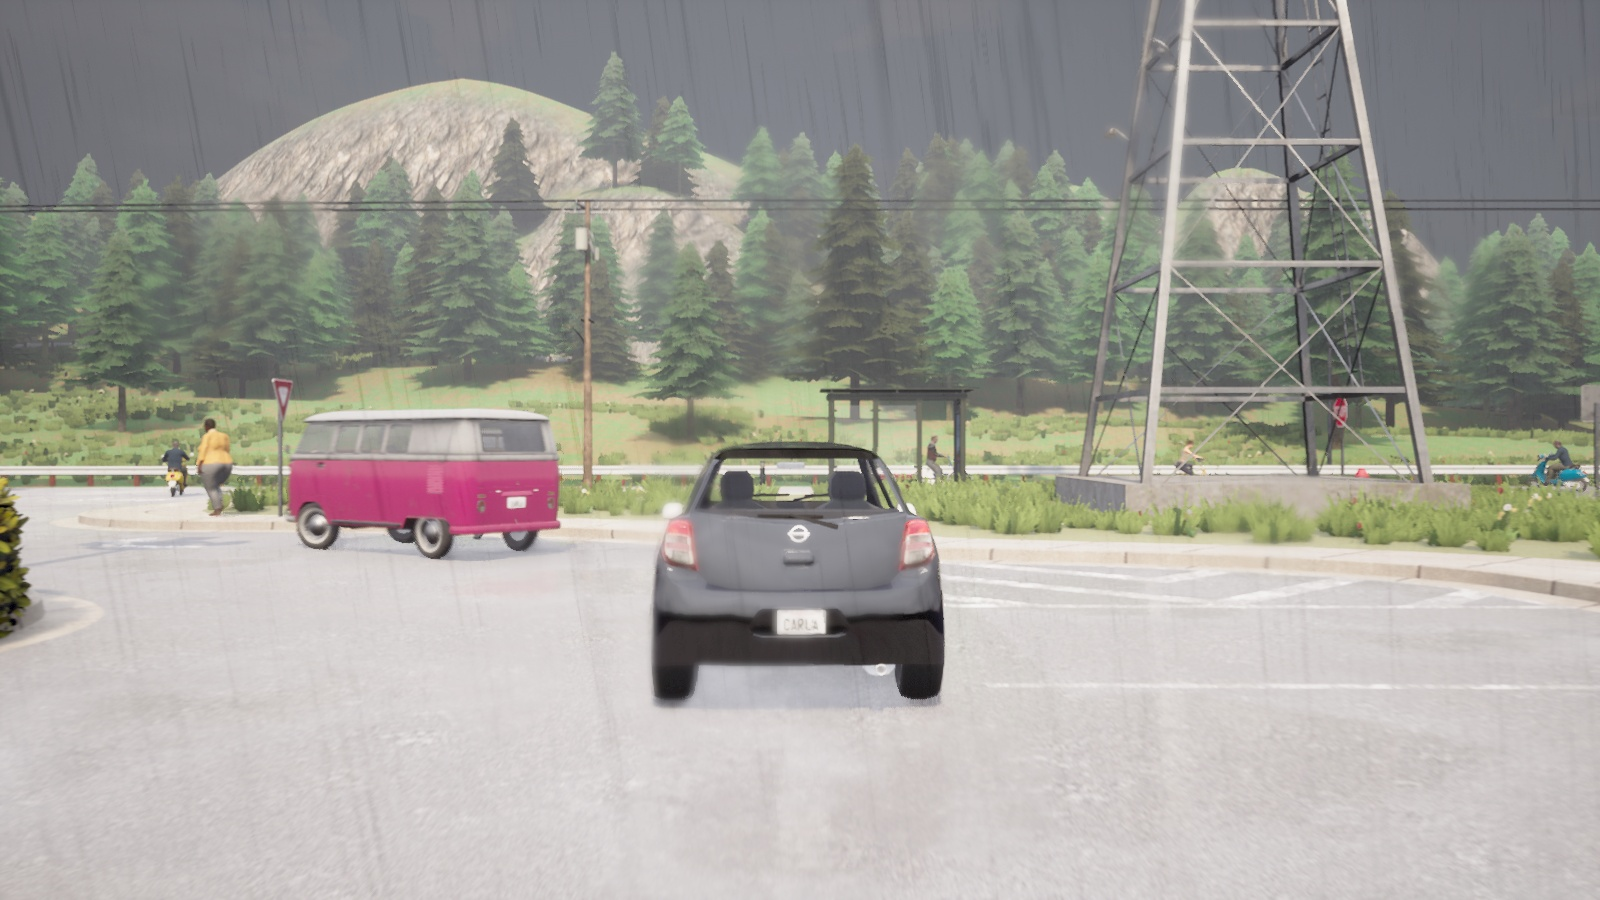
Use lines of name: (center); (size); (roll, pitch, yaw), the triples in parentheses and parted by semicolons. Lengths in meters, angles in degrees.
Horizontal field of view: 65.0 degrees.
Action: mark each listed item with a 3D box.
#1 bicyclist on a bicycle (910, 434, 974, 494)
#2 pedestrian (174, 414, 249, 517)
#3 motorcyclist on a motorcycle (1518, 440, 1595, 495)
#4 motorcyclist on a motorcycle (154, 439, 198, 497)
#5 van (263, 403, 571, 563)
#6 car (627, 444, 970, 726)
bicyclist on a bicycle: (4.285, 0.424, 37.981); (1.843, 1.776, 0.659); (0, 0, 0)
pedestrian: (-10.824, 0.275, 23.109); (0.900, 1.855, 0.874); (0, 0, 28)
motorcyclist on a motorcycle: (23.197, 0.518, 38.526); (0.866, 1.590, 1.817); (-3, 2, -38)
motorcyclist on a motorcycle: (-18.002, 0.499, 36.268); (0.866, 1.590, 1.817); (-2, 1, -18)
van: (-5.429, 0.404, 17.579); (4.442, 1.987, 1.775); (0, 0, 35)
car: (-0.068, 0.717, 8.575); (1.845, 1.501, 3.633); (0, 0, -2)
